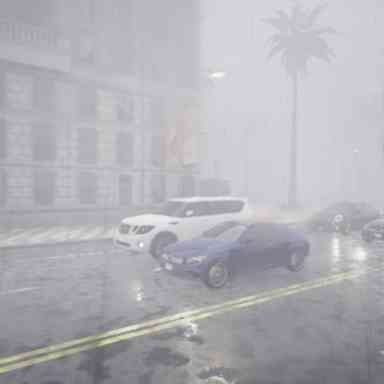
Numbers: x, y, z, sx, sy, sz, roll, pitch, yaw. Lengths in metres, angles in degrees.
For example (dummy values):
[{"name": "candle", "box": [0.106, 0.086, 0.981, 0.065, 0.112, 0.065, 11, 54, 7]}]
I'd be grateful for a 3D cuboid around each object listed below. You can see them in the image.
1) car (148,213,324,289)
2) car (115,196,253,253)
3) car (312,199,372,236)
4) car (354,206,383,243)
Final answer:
[{"name": "car", "box": [1.366, 1.507, 9.205, 4.674, 1.442, 1.812, 0, 0, -35]}, {"name": "car", "box": [-0.034, 1.194, 12.502, 5.566, 2.045, 2.150, 0, 0, -35]}, {"name": "car", "box": [8.445, 1.318, 18.391, 4.553, 1.767, 2.097, 0, 0, -35]}, {"name": "car", "box": [9.486, 1.500, 14.851, 4.674, 1.442, 1.812, 0, 0, -35]}]
